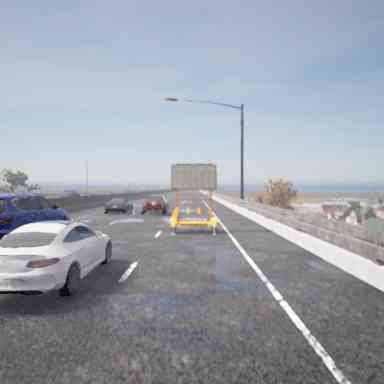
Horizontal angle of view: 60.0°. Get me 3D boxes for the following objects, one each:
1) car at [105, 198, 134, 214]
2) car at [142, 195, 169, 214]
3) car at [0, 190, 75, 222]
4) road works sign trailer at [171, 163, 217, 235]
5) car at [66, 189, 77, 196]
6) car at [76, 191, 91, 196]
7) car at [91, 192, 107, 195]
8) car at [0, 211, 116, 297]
[{"bbox_3d":[-6.727,1.225,31.101,1.994,1.385,4.181,0,1,0],"label":"car"},{"bbox_3d":[-3.231,1.022,30.265,2.097,1.767,4.553,0,1,0],"label":"car"},{"bbox_3d":[-6.829,1.079,13.175,2.150,2.045,5.566,0,1,0],"label":"car"},{"bbox_3d":[0.096,0.274,17.490,2.380,3.560,2.880,0,1,0],"label":"road works sign trailer"},{"bbox_3d":[-24.133,0.498,65.572,2.150,2.045,5.566,0,1,0],"label":"car"},{"bbox_3d":[-20.633,0.867,65.598,1.895,1.301,4.718,0,1,0],"label":"car"},{"bbox_3d":[-17.161,0.824,63.384,1.812,1.442,4.674,0,1,1],"label":"car"},{"bbox_3d":[-3.357,1.436,8.229,1.812,1.442,4.674,0,1,0],"label":"car"}]
